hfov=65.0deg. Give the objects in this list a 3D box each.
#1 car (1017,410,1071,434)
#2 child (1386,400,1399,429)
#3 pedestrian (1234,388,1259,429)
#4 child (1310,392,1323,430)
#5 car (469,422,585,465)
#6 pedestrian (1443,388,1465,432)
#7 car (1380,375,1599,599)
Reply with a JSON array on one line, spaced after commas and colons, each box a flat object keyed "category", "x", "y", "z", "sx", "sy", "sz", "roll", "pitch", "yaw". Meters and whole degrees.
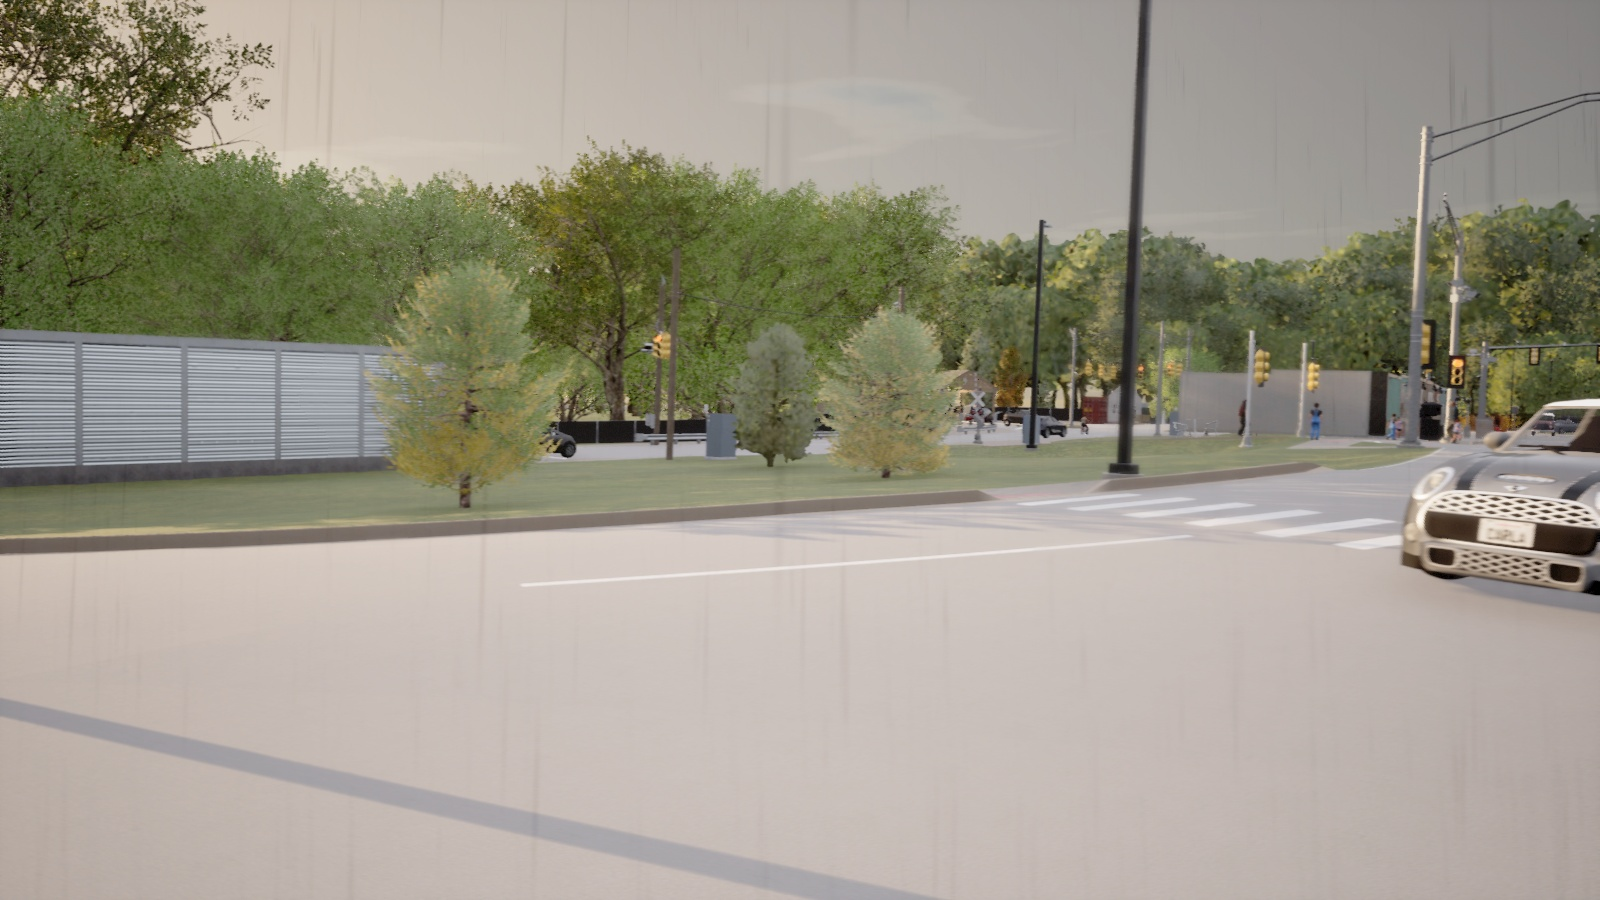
[{"category": "car", "x": 18.226, "y": -2.105, "z": 93.525, "sx": 2.033, "sy": 1.649, "sz": 4.856, "roll": 3, "pitch": 4, "yaw": 36}, {"category": "child", "x": 26.099, "y": -1.566, "z": 55.332, "sx": 0.437, "sy": 1.263, "sz": 0.270, "roll": 1, "pitch": 2, "yaw": -23}, {"category": "pedestrian", "x": 20.079, "y": -1.873, "z": 56.468, "sx": 0.899, "sy": 1.844, "sz": 0.634, "roll": 2, "pitch": 2, "yaw": 34}, {"category": "child", "x": 17.260, "y": -1.312, "z": 41.967, "sx": 0.270, "sy": 1.263, "sz": 0.437, "roll": 2, "pitch": 2, "yaw": 32}, {"category": "car", "x": -11.870, "y": -0.336, "z": 54.870, "sx": 2.242, "sy": 1.667, "sz": 4.611, "roll": 3, "pitch": 4, "yaw": 37}, {"category": "pedestrian", "x": 27.568, "y": -1.690, "z": 52.916, "sx": 0.726, "sy": 1.842, "sz": 0.402, "roll": 2, "pitch": 2, "yaw": 35}, {"category": "car", "x": 6.767, "y": 0.165, "z": 10.245, "sx": 3.806, "sy": 1.475, "sz": 1.970, "roll": -4, "pitch": 5, "yaw": -34}]
